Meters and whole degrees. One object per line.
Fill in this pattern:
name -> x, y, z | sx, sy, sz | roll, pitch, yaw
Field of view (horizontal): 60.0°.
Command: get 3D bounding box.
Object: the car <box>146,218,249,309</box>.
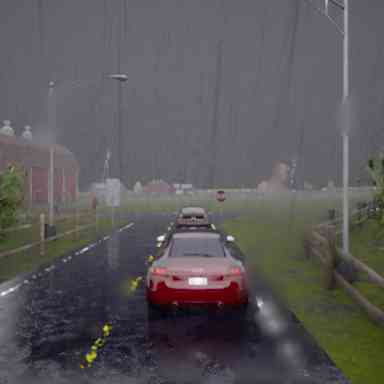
car -> 0.095, 1.551, 7.912 | 1.994, 1.385, 4.181 | 0, 0, 0

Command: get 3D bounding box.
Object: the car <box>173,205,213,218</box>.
car -> 0.071, 1.475, 17.888 | 1.837, 1.490, 4.892 | 0, 0, 0

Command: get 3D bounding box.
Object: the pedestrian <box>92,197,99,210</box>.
pedestrian -> -11.228, 1.423, 38.585 | 0.375, 1.860, 0.375 | 0, 0, 4

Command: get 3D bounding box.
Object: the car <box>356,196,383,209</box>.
car -> 20.454, 1.061, 36.155 | 5.008, 1.535, 1.882 | -1, 0, -6
